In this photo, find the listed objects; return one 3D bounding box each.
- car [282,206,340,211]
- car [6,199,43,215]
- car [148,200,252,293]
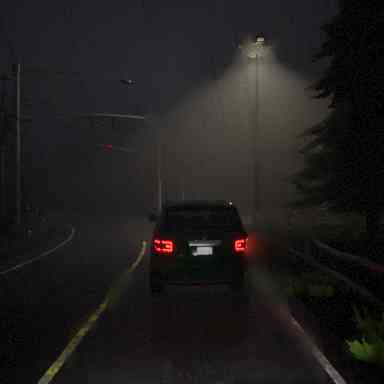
[{"bbox_3d":[10.701,1.628,30.144,4.718,1.301,1.895,0,0,0],"label":"car"},{"bbox_3d":[-17.202,1.505,33.802,4.892,1.490,1.837,0,0,30],"label":"car"},{"bbox_3d":[0.008,1.221,9.065,2.150,2.045,5.566,0,0,-5],"label":"car"}]
